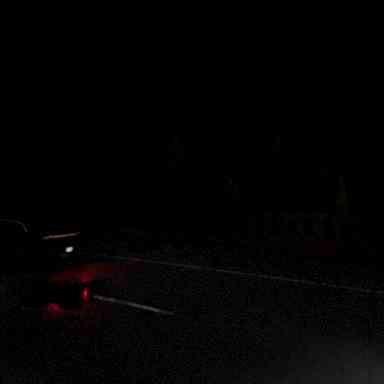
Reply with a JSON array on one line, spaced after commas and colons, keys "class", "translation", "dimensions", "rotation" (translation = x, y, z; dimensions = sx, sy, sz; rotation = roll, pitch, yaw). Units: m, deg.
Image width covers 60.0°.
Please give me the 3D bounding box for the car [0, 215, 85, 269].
[{"class": "car", "translation": [-5.885, 1.565, 11.371], "dimensions": [4.902, 1.511, 2.128], "rotation": [-1, 0, 29]}]
